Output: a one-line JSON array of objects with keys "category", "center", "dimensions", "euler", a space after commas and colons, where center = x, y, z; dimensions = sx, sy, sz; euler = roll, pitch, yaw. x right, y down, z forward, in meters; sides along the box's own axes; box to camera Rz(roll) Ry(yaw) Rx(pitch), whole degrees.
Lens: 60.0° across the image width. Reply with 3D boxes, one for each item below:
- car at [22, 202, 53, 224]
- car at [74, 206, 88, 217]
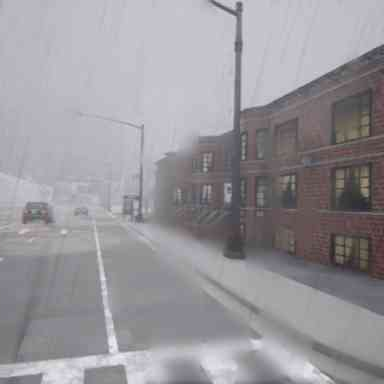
[{"category": "car", "center": [-14.696, 1.951, 31.825], "dimensions": [2.150, 2.045, 5.566], "euler": [2, -2, -18]}, {"category": "car", "center": [-15.845, 2.730, 47.572], "dimensions": [2.128, 1.511, 4.902], "euler": [2, -2, -17]}]
